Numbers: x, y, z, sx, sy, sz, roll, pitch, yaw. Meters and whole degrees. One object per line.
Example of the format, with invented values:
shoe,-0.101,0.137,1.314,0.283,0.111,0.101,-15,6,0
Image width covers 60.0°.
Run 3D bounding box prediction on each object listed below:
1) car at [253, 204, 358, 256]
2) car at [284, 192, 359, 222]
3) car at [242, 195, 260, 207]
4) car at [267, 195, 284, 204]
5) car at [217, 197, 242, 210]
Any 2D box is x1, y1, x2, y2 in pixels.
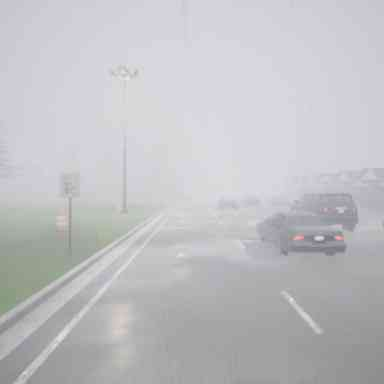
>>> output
car,3.807,1.410,12.493,2.033,1.411,5.357,0,1,0
car,7.272,1.012,18.930,2.150,2.045,5.566,0,0,0
car,7.157,1.079,40.858,1.812,1.442,4.674,0,1,0
car,10.657,1.112,41.288,1.994,1.385,4.181,0,1,0
car,3.688,1.216,35.233,1.895,1.301,4.718,0,1,0
